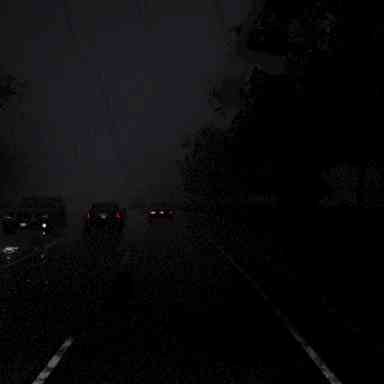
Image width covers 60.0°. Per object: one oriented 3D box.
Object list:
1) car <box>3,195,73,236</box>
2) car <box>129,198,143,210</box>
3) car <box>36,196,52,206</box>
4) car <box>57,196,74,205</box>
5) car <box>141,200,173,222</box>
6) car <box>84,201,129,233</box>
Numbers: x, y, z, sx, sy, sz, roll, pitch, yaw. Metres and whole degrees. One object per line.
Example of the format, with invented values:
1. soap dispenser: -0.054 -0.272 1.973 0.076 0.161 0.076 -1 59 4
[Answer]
1. car: -8.610 1.220 18.869 2.150 2.045 5.566 0 0 -9
2. car: -7.181 1.482 42.266 2.128 1.511 4.902 0 0 -19
3. car: -24.975 1.460 55.999 2.128 1.511 4.902 0 0 -28
4. car: -22.092 1.466 58.039 2.128 1.511 4.902 0 0 -28
5. car: -2.699 1.540 26.561 2.033 1.411 5.357 0 0 -12
6. car: -5.096 1.348 20.041 2.097 1.767 4.553 0 0 -8
